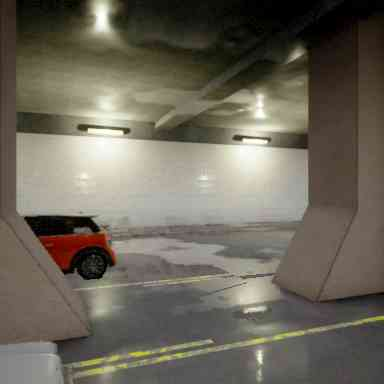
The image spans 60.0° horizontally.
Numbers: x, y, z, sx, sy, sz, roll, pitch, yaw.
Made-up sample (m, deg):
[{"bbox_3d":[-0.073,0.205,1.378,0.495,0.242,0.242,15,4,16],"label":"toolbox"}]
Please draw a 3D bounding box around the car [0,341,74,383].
[{"bbox_3d":[-3.003,1.601,1.592,4.718,1.301,1.895,0,0,-21],"label":"car"}]

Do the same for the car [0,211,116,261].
[{"bbox_3d":[-5.293,1.525,12.179,4.674,1.442,1.812,0,0,-21],"label":"car"}]

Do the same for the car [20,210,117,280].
[{"bbox_3d":[-4.381,1.352,8.779,4.553,1.767,2.097,0,0,-21],"label":"car"}]
